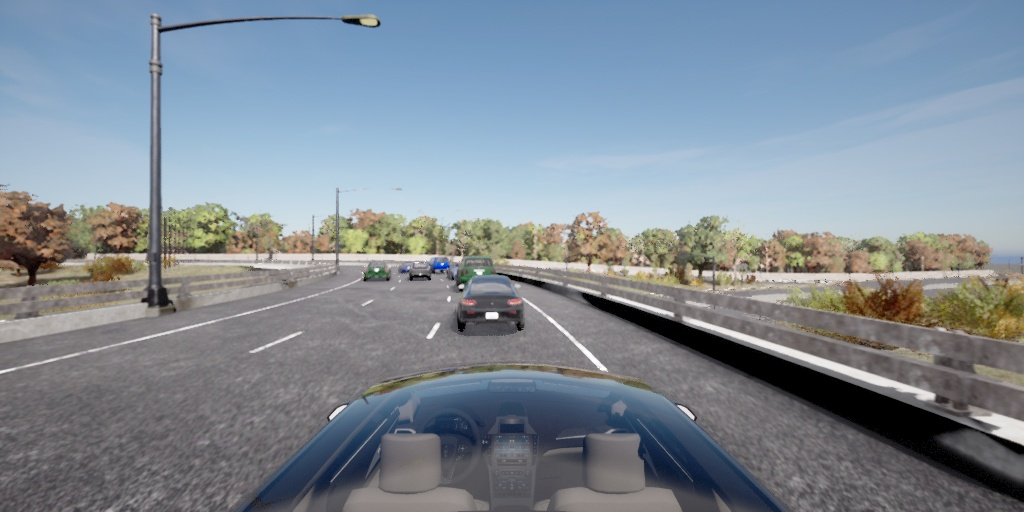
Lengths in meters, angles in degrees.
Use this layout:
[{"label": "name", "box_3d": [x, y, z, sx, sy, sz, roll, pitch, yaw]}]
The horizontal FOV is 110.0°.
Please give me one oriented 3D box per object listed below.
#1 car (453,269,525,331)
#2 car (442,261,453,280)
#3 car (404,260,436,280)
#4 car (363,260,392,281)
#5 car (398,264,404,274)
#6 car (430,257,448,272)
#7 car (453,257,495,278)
[{"label": "car", "box_3d": [-0.680, 1.311, 11.095, 1.812, 1.442, 4.674, 0, 0, -5]}, {"label": "car", "box_3d": [-4.912, 1.418, 33.088, 2.033, 1.411, 5.357, 0, 0, -16]}, {"label": "car", "box_3d": [-8.460, 1.364, 32.765, 2.128, 1.511, 4.902, 0, 0, -17]}, {"label": "car", "box_3d": [-11.778, 1.222, 31.611, 2.097, 1.767, 4.553, 0, 0, -17]}, {"label": "car", "box_3d": [-13.225, 1.486, 45.356, 1.994, 1.385, 4.181, 0, 0, -23]}, {"label": "car", "box_3d": [-9.438, 1.140, 45.474, 2.150, 2.045, 5.566, 0, 0, -24]}, {"label": "car", "box_3d": [-2.314, 1.052, 22.399, 2.150, 2.045, 5.566, 0, 0, -11]}]
